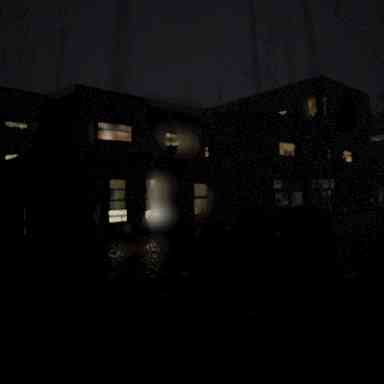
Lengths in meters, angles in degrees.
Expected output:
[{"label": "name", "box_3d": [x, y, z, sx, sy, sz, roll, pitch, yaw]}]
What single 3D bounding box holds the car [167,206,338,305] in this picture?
[{"label": "car", "box_3d": [1.767, 1.332, 8.384, 5.009, 1.841, 2.192, -1, -1, -40]}]
